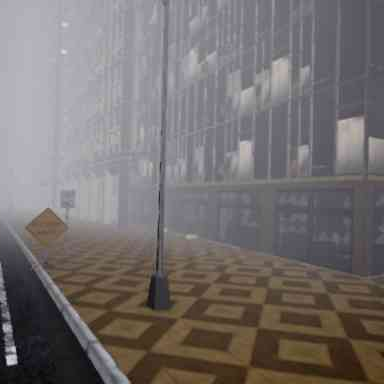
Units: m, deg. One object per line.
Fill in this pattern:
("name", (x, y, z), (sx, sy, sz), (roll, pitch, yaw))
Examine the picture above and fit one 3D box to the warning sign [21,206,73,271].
("warning sign", (-4.596, 1.401, 10.528), (1.300, 1.860, 1.060), (3, -2, -31))
